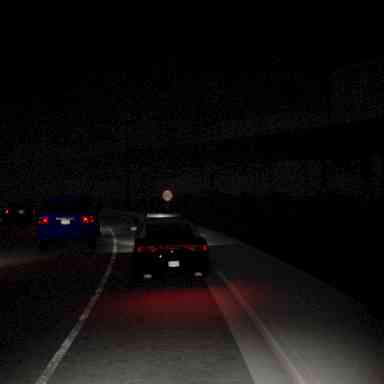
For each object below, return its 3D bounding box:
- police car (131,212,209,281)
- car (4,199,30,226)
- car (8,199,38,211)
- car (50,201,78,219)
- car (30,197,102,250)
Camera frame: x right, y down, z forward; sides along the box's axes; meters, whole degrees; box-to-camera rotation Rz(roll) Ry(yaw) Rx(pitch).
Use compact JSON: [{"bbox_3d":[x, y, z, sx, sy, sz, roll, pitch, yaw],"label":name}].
[{"bbox_3d":[-0.809,1.422,10.081,1.930,1.638,5.238,0,0,-9],"label":"police car"},{"bbox_3d":[-12.426,1.414,24.415,2.097,1.767,4.553,-1,0,-24],"label":"car"},{"bbox_3d":[-22.966,1.684,45.115,2.033,1.411,5.357,-1,0,-45],"label":"car"},{"bbox_3d":[-11.941,1.577,30.822,1.812,1.442,4.674,-1,0,-29],"label":"car"},{"bbox_3d":[-5.266,1.230,14.750,2.150,2.045,5.566,0,-1,-14],"label":"car"}]
